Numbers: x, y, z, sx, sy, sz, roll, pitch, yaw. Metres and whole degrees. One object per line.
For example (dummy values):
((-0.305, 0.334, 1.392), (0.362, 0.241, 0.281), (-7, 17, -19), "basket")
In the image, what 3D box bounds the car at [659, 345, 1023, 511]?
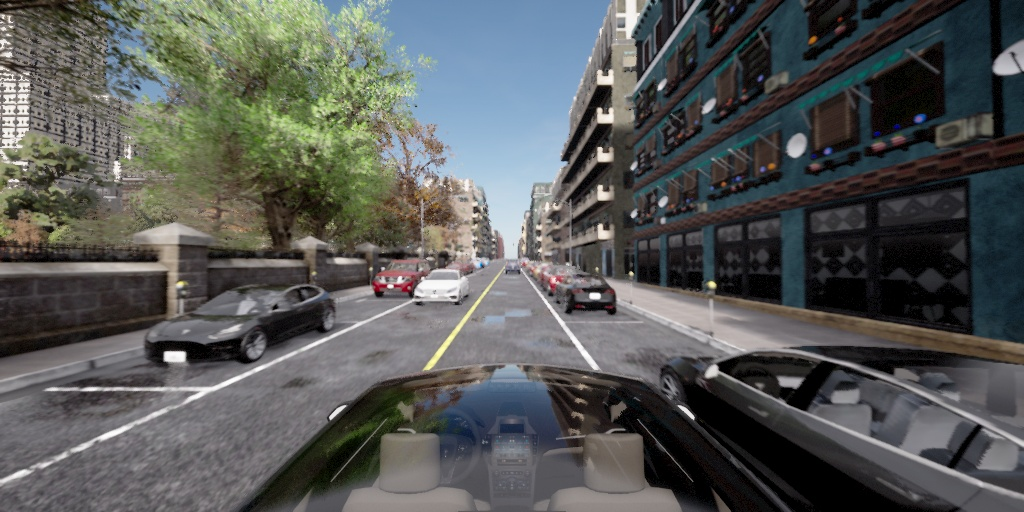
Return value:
((2.691, 1.318, 2.701), (1.948, 1.339, 4.313), (0, 0, 0), "car")

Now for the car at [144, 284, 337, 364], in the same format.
((-5.690, 1.331, 8.224), (1.948, 1.339, 4.313), (0, 0, 0), "car")

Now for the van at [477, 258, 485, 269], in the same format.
((-5.703, 1.223, 57.935), (1.690, 1.789, 3.998), (0, 0, 0), "van")

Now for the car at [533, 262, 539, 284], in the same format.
((2.690, 1.349, 24.794), (1.888, 1.381, 4.507), (0, 0, 0), "car")

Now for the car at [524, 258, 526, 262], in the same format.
((2.687, 1.382, 47.058), (1.751, 1.417, 4.829), (0, 0, 0), "car")

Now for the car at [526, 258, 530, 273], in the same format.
((2.689, 1.270, 35.842), (1.967, 1.591, 4.097), (0, 0, 0), "car")

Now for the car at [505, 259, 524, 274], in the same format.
((0.095, 1.395, 43.554), (2.033, 1.411, 5.357), (0, 0, 0), "car")

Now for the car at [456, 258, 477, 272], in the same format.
((-5.693, 1.157, 41.364), (2.192, 1.841, 5.009), (0, 0, 0), "car")

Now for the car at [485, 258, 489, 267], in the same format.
((-5.678, 1.462, 63.458), (1.948, 1.339, 4.313), (0, 0, 0), "car")

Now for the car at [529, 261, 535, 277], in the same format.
((2.689, 1.342, 30.488), (1.751, 1.417, 4.829), (0, 0, 0), "car")

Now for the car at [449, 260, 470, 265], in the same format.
((-5.692, 1.375, 35.841), (1.888, 1.381, 4.507), (0, 0, 0), "car")

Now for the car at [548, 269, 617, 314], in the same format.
((2.690, 1.344, 13.749), (1.948, 1.339, 4.313), (0, 0, 0), "car")

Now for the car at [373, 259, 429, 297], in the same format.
((-5.691, 1.105, 19.271), (2.192, 1.841, 5.009), (0, 0, 0), "car")

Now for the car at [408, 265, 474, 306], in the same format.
((-3.003, 1.314, 16.212), (1.812, 1.442, 4.674), (0, 0, 0), "car")

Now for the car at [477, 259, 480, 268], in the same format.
((-5.694, 1.401, 46.888), (1.888, 1.381, 4.507), (0, 0, 0), "car")

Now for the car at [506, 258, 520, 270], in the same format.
((0.096, 1.228, 55.203), (2.097, 1.767, 4.553), (0, 0, 0), "car")

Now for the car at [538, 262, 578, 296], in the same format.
((2.690, 1.231, 19.272), (1.967, 1.591, 4.097), (0, 0, 0), "car")

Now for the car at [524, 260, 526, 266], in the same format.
((2.688, 1.425, 41.365), (1.802, 1.307, 4.207), (0, 0, 0), "car")
